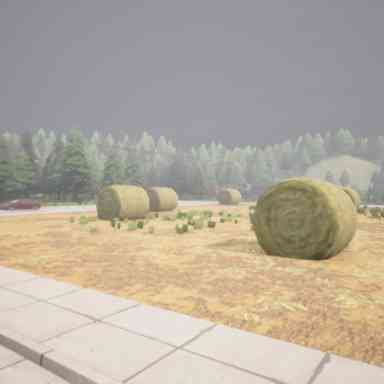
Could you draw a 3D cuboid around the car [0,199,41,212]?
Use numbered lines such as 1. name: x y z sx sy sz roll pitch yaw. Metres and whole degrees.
1. car: -20.111 1.508 39.007 1.812 1.442 4.674 0 0 37
